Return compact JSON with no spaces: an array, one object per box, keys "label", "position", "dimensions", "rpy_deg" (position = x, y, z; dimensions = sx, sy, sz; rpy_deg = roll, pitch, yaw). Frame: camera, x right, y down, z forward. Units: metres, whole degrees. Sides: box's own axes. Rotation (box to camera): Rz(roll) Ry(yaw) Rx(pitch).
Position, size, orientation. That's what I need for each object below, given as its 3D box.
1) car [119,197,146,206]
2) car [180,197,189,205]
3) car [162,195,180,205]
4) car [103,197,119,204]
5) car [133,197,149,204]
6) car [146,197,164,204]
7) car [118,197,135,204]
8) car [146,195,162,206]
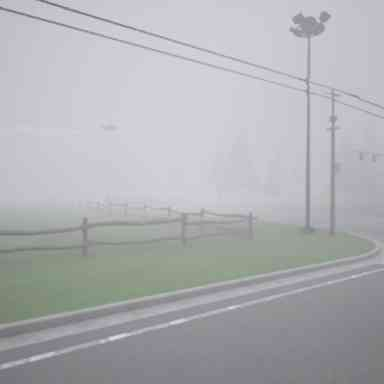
[{"label":"car","position":[-11.067,1.757,61.262],"dimensions":[2.128,1.511,4.902],"rpy_deg":[1,0,-35]},{"label":"car","position":[-2.525,1.730,67.370],"dimensions":[2.097,1.767,4.553],"rpy_deg":[1,0,-35]},{"label":"car","position":[-5.249,1.562,65.162],"dimensions":[2.150,2.045,5.566],"rpy_deg":[1,0,-35]},{"label":"car","position":[-17.038,1.690,69.768],"dimensions":[1.882,1.535,5.008],"rpy_deg":[1,0,-35]},{"label":"car","position":[-11.309,1.834,73.789],"dimensions":[1.994,1.385,4.181],"rpy_deg":[1,0,-35]},{"label":"car","position":[-8.445,1.844,75.800],"dimensions":[2.128,1.511,4.902],"rpy_deg":[1,0,-35]},{"label":"car","position":[-14.174,1.747,71.778],"dimensions":[1.837,1.490,4.892],"rpy_deg":[1,0,-35]},{"label":"car","position":[-8.299,1.655,63.414],"dimensions":[2.097,1.767,4.553],"rpy_deg":[1,0,-35]}]
